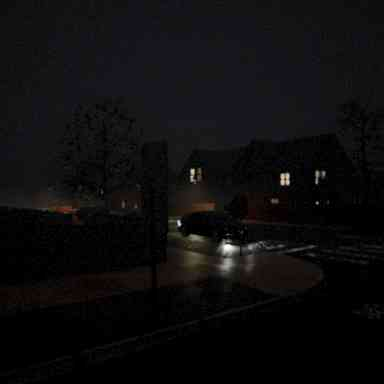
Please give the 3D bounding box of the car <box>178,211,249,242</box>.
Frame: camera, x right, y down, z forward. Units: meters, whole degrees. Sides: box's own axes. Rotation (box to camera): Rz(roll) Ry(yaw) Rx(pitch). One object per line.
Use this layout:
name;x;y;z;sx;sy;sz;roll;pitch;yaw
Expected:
car;1.046;1.822;18.505;1.837;1.490;4.892;-1;-1;-35

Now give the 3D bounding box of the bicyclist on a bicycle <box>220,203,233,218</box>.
bicyclist on a bicycle;2.727;1.652;26.228;1.656;1.620;0.582;-1;0;-35

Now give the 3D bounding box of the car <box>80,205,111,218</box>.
car;-12.418;2.467;42.523;2.033;1.411;5.357;-1;-1;-35

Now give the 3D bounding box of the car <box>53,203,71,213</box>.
car;-21.899;2.661;55.848;2.097;1.767;4.553;-1;-1;-36

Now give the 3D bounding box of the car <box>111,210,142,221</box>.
car;-4.817;2.158;26.753;1.895;1.301;4.718;-1;-1;-35

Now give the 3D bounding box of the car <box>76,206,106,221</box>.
car;-10.794;2.279;35.161;1.882;1.535;5.008;-1;-1;-35
